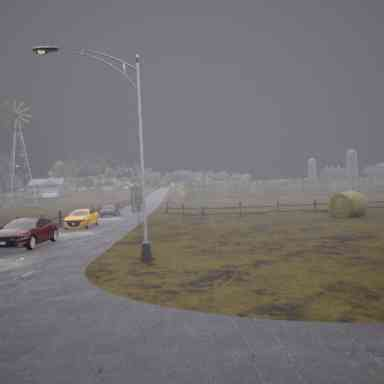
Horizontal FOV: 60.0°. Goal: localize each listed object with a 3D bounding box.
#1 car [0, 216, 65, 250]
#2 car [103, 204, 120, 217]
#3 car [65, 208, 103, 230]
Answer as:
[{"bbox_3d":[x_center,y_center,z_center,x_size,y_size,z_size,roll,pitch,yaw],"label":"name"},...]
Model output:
[{"bbox_3d":[-8.706,2.099,17.627,1.882,1.535,5.008,-3,-1,-3],"label":"car"},{"bbox_3d":[-9.896,2.235,40.290,1.837,1.490,4.892,-3,0,-3],"label":"car"},{"bbox_3d":[-9.255,2.200,28.046,1.882,1.535,5.008,-3,0,-3],"label":"car"}]
